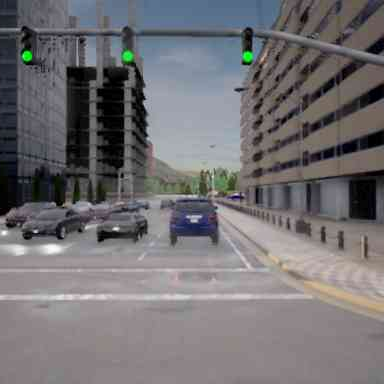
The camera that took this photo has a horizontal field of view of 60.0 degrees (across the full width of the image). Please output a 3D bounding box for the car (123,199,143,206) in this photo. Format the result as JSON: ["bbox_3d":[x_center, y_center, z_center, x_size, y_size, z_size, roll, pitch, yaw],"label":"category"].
[{"bbox_3d":[-7.021,1.712,36.585,1.994,1.385,4.181,0,0,0],"label":"car"}]

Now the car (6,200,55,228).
[{"bbox_3d":[-10.588,1.436,22.614,2.097,1.767,4.553,0,0,0],"label":"car"}]

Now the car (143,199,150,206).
[{"bbox_3d":[-6.995,1.720,46.845,1.812,1.442,4.674,0,0,0],"label":"car"}]

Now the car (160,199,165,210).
[{"bbox_3d":[-3.495,1.690,47.657,2.128,1.511,4.902,0,0,0],"label":"car"}]

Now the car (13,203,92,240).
[{"bbox_3d":[-7.087,1.566,17.516,1.837,1.490,4.892,0,0,0],"label":"car"}]

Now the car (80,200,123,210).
[{"bbox_3d":[-7.076,1.628,26.542,1.812,1.442,4.674,0,0,0],"label":"car"}]

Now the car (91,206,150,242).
[{"bbox_3d":[-3.398,1.622,16.882,1.994,1.385,4.181,0,0,0],"label":"car"}]

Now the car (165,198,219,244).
[{"bbox_3d":[0.112,1.278,16.356,2.150,2.045,5.566,0,0,0],"label":"car"}]

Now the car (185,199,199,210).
[{"bbox_3d":[0.005,1.763,47.778,1.994,1.385,4.181,0,0,0],"label":"car"}]

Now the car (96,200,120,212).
[{"bbox_3d":[-10.496,1.735,41.781,1.994,1.385,4.181,0,0,0],"label":"car"}]
